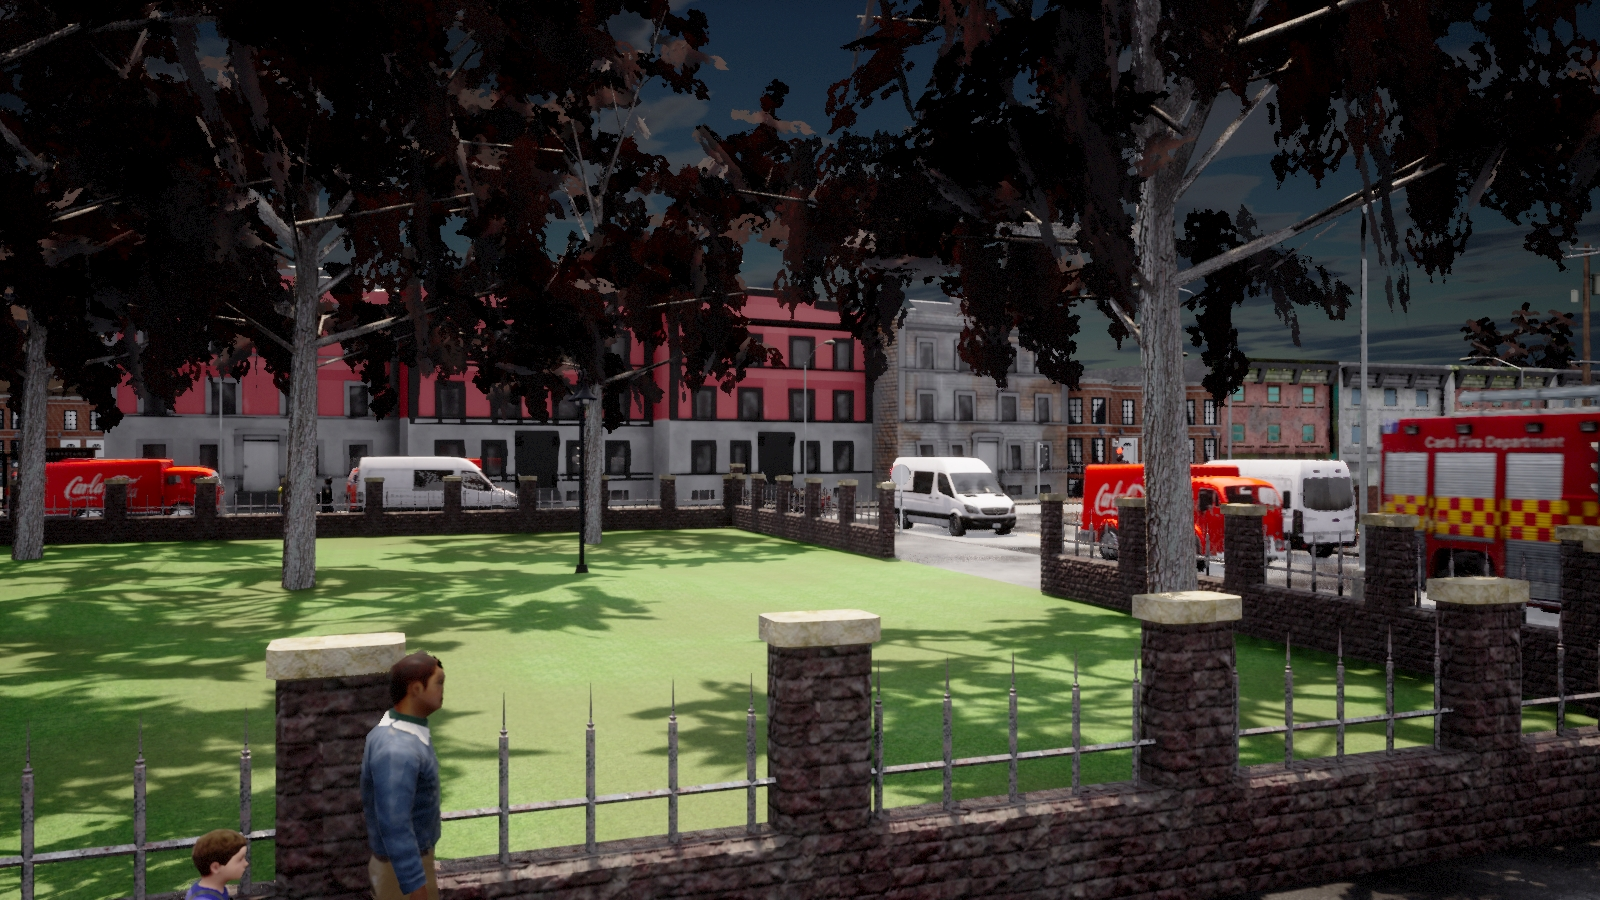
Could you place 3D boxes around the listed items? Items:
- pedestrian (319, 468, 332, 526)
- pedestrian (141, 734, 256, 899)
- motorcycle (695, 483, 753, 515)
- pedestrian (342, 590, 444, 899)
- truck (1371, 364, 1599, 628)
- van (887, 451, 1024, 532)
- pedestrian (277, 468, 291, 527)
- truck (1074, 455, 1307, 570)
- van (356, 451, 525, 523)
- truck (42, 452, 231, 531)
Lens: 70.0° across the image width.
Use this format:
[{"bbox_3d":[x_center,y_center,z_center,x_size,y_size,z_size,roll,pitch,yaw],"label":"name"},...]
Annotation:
[{"bbox_3d":[-15.382,1.526,37.065,0.375,1.860,0.375,0,0,-20],"label":"pedestrian"},{"bbox_3d":[-2.308,1.806,4.400,0.375,1.300,0.375,0,0,-27],"label":"pedestrian"},{"bbox_3d":[-3.116,1.985,46.618,2.209,1.251,0.867,0,0,-20],"label":"motorcycle"},{"bbox_3d":[-1.641,1.526,4.638,0.375,1.860,0.375,0,0,-17],"label":"pedestrian"},{"bbox_3d":[13.000,0.670,16.908,2.891,3.827,8.468,0,0,-20],"label":"truck"},{"bbox_3d":[5.155,1.315,38.993,1.988,2.561,5.915,0,0,-22],"label":"van"},{"bbox_3d":[-16.552,1.524,36.643,0.375,1.860,0.375,0,0,-20],"label":"pedestrian"},{"bbox_3d":[9.203,1.350,27.507,2.627,2.467,5.204,0,0,-20],"label":"truck"},{"bbox_3d":[-13.475,1.315,42.879,5.915,2.561,1.988,0,0,-20],"label":"van"},{"bbox_3d":[-22.767,1.365,39.501,5.204,2.467,2.627,-1,0,-20],"label":"truck"}]
